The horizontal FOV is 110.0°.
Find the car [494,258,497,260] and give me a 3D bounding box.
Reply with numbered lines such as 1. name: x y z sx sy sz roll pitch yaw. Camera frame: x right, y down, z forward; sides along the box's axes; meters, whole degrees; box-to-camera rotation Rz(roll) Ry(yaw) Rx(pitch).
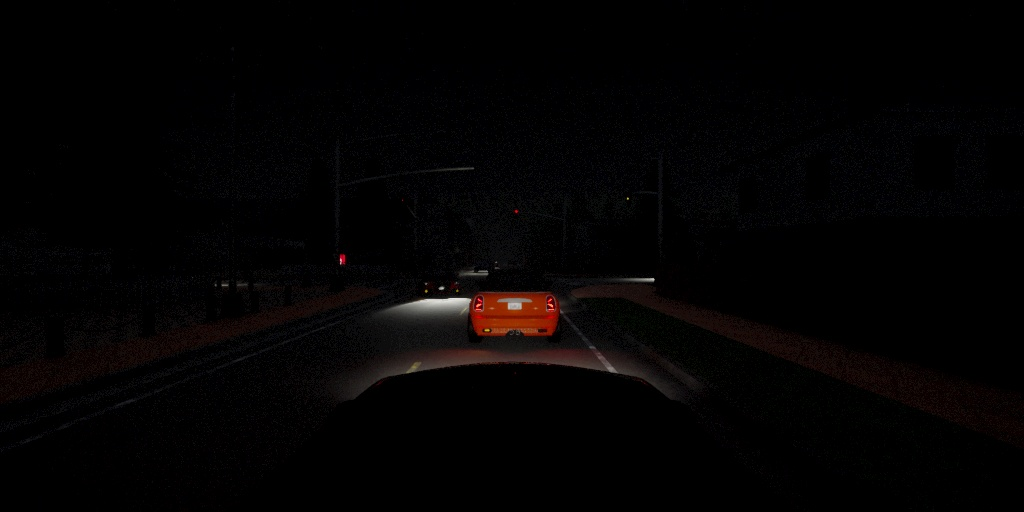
1. car: -3.590 1.241 54.184 2.128 1.511 4.902 0 0 0

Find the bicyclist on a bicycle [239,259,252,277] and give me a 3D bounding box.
1. bicyclist on a bicycle: -23.557 1.066 31.740 0.582 1.620 1.656 0 0 -2

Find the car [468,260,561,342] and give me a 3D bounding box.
1. car: 0.072 1.102 9.881 2.097 1.767 4.553 0 0 0

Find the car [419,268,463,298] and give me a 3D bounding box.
1. car: -3.702 1.314 18.652 1.994 1.385 4.181 0 0 -13

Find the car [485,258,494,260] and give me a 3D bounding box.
1. car: -3.597 1.227 44.722 1.882 1.535 5.008 0 0 0

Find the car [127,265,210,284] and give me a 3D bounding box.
1. car: -23.604 1.312 24.255 5.357 1.411 2.033 0 0 -2

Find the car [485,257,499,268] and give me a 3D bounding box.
1. car: -3.558 1.101 63.981 2.097 1.767 4.553 0 0 0
